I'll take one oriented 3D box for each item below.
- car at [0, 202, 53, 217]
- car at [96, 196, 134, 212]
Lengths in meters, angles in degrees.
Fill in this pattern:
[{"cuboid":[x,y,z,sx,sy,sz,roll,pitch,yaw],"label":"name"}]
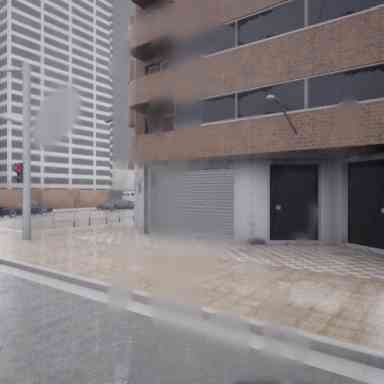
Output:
[{"cuboid":[-15.582,1.601,31.009,1.895,1.301,4.718,0,0,36],"label":"car"},{"cuboid":[-8.935,1.547,40.131,2.033,1.411,5.357,0,0,36],"label":"car"}]
